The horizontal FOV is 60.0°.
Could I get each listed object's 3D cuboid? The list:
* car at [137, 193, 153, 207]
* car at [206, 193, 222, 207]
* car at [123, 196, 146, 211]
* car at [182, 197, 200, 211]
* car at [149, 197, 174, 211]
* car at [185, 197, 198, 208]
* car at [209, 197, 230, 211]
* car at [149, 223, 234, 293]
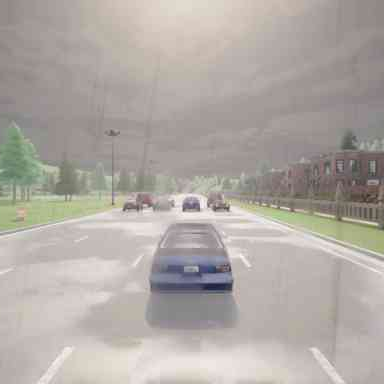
[{"bbox_3d":[-7.097,1.221,50.024,2.150,2.045,5.566,0,0,0],"label":"car"},{"bbox_3d":[3.403,1.221,50.044,2.150,2.045,5.566,0,0,0],"label":"car"},{"bbox_3d":[-7.078,1.526,39.991,1.812,1.442,4.674,0,0,0],"label":"car"},{"bbox_3d":[-0.078,1.352,39.974,2.097,1.767,4.553,0,0,0],"label":"car"},{"bbox_3d":[-3.578,1.564,39.998,1.994,1.385,4.181,0,0,0],"label":"car"},{"bbox_3d":[-0.097,1.505,50.008,1.837,1.490,4.892,0,0,0],"label":"car"},{"bbox_3d":[3.422,1.601,40.041,1.895,1.301,4.718,0,0,0],"label":"car"},{"bbox_3d":[-0.018,1.548,8.975,2.033,1.411,5.357,0,0,0],"label":"car"}]
